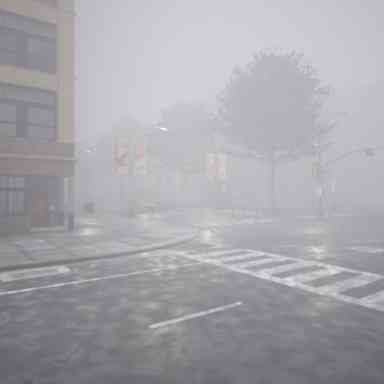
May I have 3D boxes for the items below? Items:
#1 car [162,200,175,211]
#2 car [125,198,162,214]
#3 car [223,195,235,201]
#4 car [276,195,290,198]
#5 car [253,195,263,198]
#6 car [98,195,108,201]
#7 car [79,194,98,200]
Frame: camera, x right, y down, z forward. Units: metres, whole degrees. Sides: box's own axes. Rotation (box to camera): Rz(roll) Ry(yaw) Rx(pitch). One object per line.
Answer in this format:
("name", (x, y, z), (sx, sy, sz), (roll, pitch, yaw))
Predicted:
("car", (-4.005, 1.610, 40.360), (1.895, 1.301, 4.718), (0, 0, -36))
("car", (-5.657, 1.485, 36.659), (1.882, 1.535, 5.008), (0, 0, -36))
("car", (7.903, 1.436, 76.720), (2.161, 1.482, 4.786), (0, 0, -36))
("car", (18.381, 1.344, 69.239), (2.002, 1.452, 4.674), (0, 0, -36))
("car", (17.553, 1.491, 83.171), (1.895, 1.301, 4.718), (0, 0, -36))
("car", (-24.019, 1.527, 88.002), (1.895, 1.301, 4.718), (0, 0, -36))
("car", (-26.825, 1.286, 85.909), (2.097, 1.767, 4.553), (0, 0, -36))
